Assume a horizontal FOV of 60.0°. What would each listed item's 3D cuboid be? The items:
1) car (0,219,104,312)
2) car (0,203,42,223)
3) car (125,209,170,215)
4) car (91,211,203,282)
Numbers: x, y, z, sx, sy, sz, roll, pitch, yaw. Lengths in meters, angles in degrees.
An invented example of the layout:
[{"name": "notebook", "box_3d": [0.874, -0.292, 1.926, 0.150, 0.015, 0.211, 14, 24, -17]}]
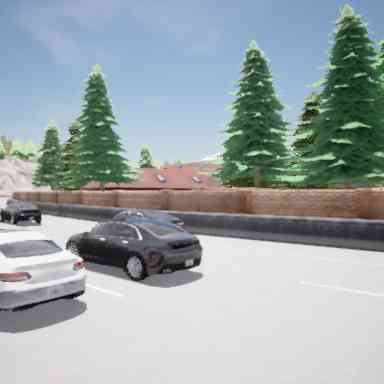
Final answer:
[{"name": "car", "box_3d": [-4.132, 1.540, 7.238, 4.674, 1.442, 1.812, 0, 0, 40]}, {"name": "car", "box_3d": [-12.740, 1.554, 24.651, 1.837, 1.490, 4.892, 0, 0, -44]}, {"name": "car", "box_3d": [-2.459, 1.529, 15.004, 4.902, 1.511, 2.128, 0, 0, 41]}, {"name": "car", "box_3d": [-1.932, 1.532, 9.959, 4.892, 1.490, 1.837, 0, 0, 40]}]
